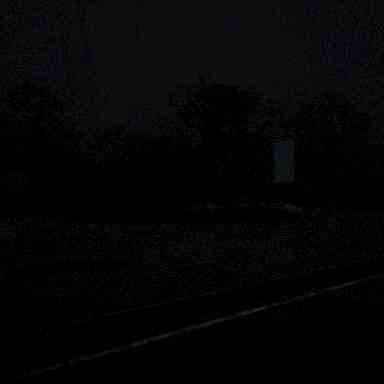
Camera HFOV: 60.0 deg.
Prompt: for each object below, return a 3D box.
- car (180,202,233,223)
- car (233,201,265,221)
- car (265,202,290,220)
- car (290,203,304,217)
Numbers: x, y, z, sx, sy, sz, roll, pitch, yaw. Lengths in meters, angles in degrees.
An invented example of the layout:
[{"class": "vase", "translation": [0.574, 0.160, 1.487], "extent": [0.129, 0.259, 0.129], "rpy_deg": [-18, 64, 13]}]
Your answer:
[{"class": "car", "translation": [0.845, 1.639, 27.151], "extent": [2.002, 1.452, 4.674], "rpy_deg": [1, 0, -35]}, {"class": "car", "translation": [3.514, 1.630, 29.051], "extent": [2.231, 1.521, 4.892], "rpy_deg": [1, 0, -36]}, {"class": "car", "translation": [6.173, 1.659, 30.960], "extent": [2.097, 1.535, 5.008], "rpy_deg": [1, 0, -35]}, {"class": "car", "translation": [8.741, 1.728, 32.782], "extent": [2.002, 1.452, 4.674], "rpy_deg": [1, 0, -35]}]
